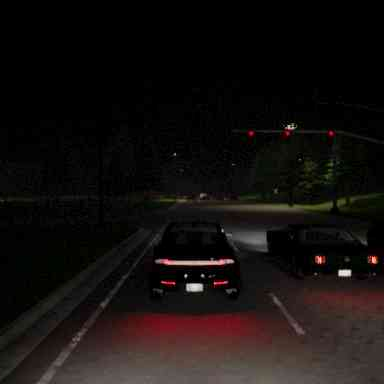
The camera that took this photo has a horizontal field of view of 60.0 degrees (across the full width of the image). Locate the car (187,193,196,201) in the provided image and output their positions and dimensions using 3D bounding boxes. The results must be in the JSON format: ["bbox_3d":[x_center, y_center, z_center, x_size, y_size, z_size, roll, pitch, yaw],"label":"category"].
[{"bbox_3d":[-0.154,1.168,82.234,2.150,2.045,5.566,0,0,0],"label":"car"}]

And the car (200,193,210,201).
[{"bbox_3d":[3.345,1.496,82.627,1.994,1.385,4.181,0,0,0],"label":"car"}]

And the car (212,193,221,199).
[{"bbox_3d":[6.826,1.132,92.607,2.097,1.767,4.553,0,0,0],"label":"car"}]

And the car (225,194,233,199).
[{"bbox_3d":[10.326,1.277,92.643,1.837,1.490,4.892,0,0,0],"label":"car"}]

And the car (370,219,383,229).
[{"bbox_3d":[7.056,1.216,9.038,2.150,2.045,5.566,0,0,0],"label":"car"}]

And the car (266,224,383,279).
[{"bbox_3d":[3.561,1.595,9.942,1.895,1.301,4.718,0,0,0],"label":"car"}]

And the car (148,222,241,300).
[{"bbox_3d":[0.055,1.486,8.344,2.128,1.511,4.902,0,0,0],"label":"car"}]

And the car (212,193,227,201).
[{"bbox_3d":[6.846,1.482,82.217,2.033,1.411,5.357,0,0,0],"label":"car"}]

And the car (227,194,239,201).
[{"bbox_3d":[10.345,1.467,82.640,1.812,1.442,4.674,0,0,0],"label":"car"}]
